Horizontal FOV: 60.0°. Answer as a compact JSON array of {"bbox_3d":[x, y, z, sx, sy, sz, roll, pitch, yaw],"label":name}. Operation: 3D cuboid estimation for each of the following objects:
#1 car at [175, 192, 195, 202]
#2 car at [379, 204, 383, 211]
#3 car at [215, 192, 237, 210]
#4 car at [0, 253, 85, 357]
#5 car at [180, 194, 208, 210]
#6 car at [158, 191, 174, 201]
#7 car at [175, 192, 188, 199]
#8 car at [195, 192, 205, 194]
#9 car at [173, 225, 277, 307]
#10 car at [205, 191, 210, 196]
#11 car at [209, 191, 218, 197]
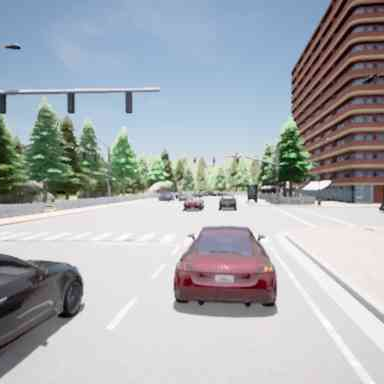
[{"bbox_3d":[-1.174,0.968,55.909,1.895,1.301,4.718,0,1,7],"label":"car"},{"bbox_3d":[19.316,1.256,30.002,4.181,1.385,1.994,0,1,6],"label":"car"},{"bbox_3d":[3.946,1.104,36.622,2.128,1.511,4.902,0,1,6],"label":"car"},{"bbox_3d":[-3.121,1.478,4.376,1.812,1.442,4.674,0,1,7],"label":"car"},{"bbox_3d":[0.297,1.220,35.429,1.895,1.301,4.718,0,1,6],"label":"car"},{"bbox_3d":[-4.455,0.699,58.040,2.097,1.767,4.553,0,1,7],"label":"car"},{"bbox_3d":[-2.302,0.771,73.045,1.895,1.301,4.718,0,1,11],"label":"car"},{"bbox_3d":[0.837,0.746,71.096,1.994,1.385,4.181,0,1,11],"label":"car"},{"bbox_3d":[0.796,1.473,7.858,1.994,1.385,4.181,0,1,6],"label":"car"},{"bbox_3d":[4.027,0.496,87.261,1.837,1.490,4.892,0,1,32],"label":"car"},{"bbox_3d":[7.008,0.610,85.424,1.895,1.301,4.718,0,1,32],"label":"car"}]
